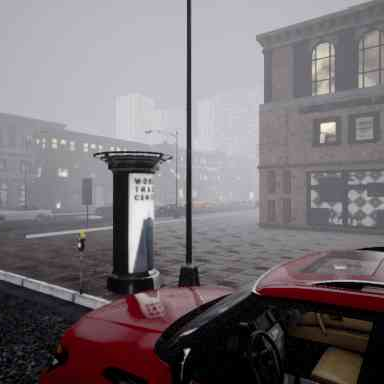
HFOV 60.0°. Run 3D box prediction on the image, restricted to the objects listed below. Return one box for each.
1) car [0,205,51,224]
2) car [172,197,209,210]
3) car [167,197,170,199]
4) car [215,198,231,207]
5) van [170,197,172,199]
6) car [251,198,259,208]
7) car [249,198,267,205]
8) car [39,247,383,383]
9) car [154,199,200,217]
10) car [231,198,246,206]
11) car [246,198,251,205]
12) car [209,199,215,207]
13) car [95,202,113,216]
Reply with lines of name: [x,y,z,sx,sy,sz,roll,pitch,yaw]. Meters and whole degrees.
car: [-13.568,1.668,25.799,1.895,1.301,4.718,0,0,35]
car: [-0.158,1.527,44.852,2.097,1.767,4.553,0,0,35]
car: [-5.344,1.674,42.010,1.752,1.417,4.829,0,0,35]
car: [4.187,1.759,55.574,1.752,1.417,4.829,0,-1,35]
van: [-2.070,1.518,46.672,1.690,1.788,3.998,0,0,35]
car: [11.142,1.676,50.896,1.967,1.590,4.097,0,-1,35]
car: [13.817,1.876,69.277,2.008,1.369,4.403,0,-1,35]
car: [1.156,1.315,2.051,5.009,1.841,2.192,0,0,36]
car: [-1.524,1.670,32.782,1.887,1.381,4.507,0,0,35]
car: [7.463,1.815,60.234,2.008,1.369,4.403,0,-1,35]
car: [10.640,1.846,64.755,2.008,1.369,4.403,0,-1,35]
car: [1.108,1.756,51.192,2.008,1.369,4.403,0,0,35]
car: [-7.801,1.676,33.986,1.994,1.385,4.181,0,0,36]
